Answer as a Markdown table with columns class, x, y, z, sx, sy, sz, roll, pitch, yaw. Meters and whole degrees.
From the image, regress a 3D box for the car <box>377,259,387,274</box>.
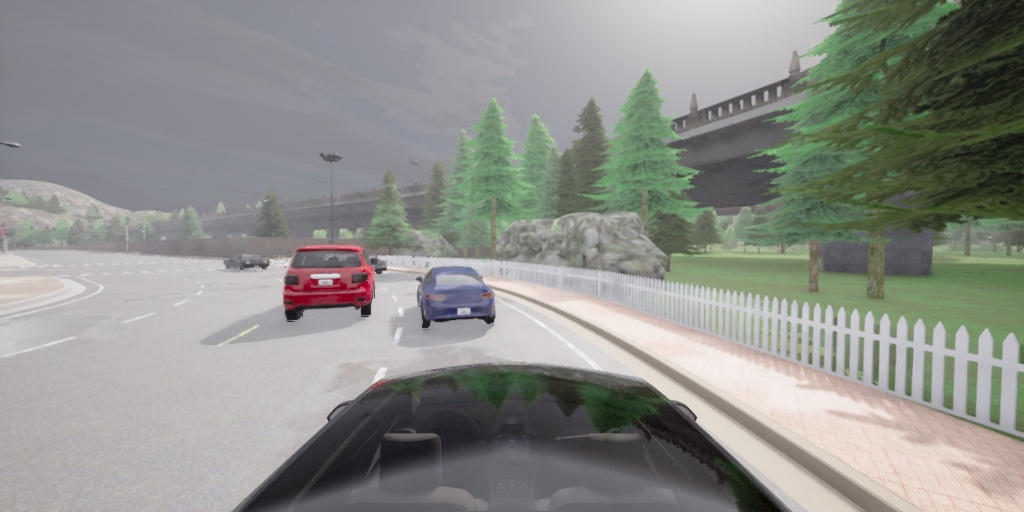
| class | x | y | z | sx | sy | sz | roll | pitch | yaw |
| --- | --- | --- | --- | --- | --- | --- | --- | --- | --- |
| car | -10.779 | 0.572 | 25.271 | 5.357 | 1.411 | 2.033 | 2 | 3 | 44 |

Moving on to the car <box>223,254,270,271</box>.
| class | x | y | z | sx | sy | sz | roll | pitch | yaw |
| --- | --- | --- | --- | --- | --- | --- | --- | --- | --- |
| car | -22.215 | 0.509 | 29.897 | 4.718 | 1.301 | 1.895 | 1 | 2 | 35 |

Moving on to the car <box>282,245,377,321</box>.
| class | x | y | z | sx | sy | sz | roll | pitch | yaw |
| --- | --- | --- | --- | --- | --- | --- | --- | --- | --- |
| car | -5.609 | 0.673 | 11.500 | 2.150 | 2.045 | 5.566 | 0 | 2 | -20 |

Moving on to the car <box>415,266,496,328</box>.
| class | x | y | z | sx | sy | sz | roll | pitch | yaw |
| --- | --- | --- | --- | --- | --- | --- | --- | --- | --- |
| car | -1.714 | 1.006 | 10.257 | 1.812 | 1.442 | 4.674 | -1 | 2 | -16 |
